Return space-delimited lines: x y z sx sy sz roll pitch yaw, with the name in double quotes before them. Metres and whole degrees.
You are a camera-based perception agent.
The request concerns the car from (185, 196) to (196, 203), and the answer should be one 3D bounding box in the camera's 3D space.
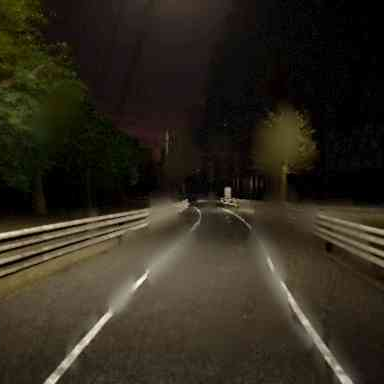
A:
"car" -0.526 1.458 68.230 1.882 1.535 5.008 0 0 -13
